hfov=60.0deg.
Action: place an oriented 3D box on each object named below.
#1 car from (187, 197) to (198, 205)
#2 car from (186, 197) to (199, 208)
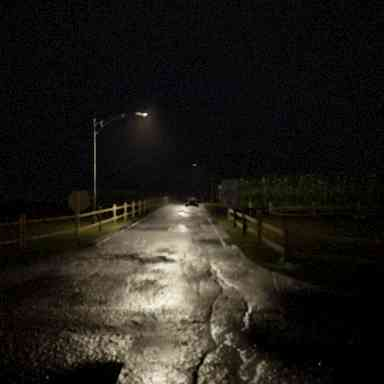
[{"bbox_3d":[0.050,1.647,60.018,1.994,1.385,4.181,0,0,0],"label":"car"},{"bbox_3d":[0.041,1.674,50.043,1.895,1.301,4.718,0,0,0],"label":"car"}]
